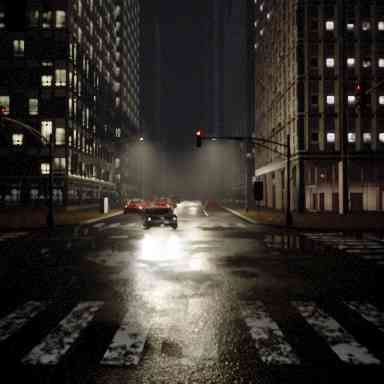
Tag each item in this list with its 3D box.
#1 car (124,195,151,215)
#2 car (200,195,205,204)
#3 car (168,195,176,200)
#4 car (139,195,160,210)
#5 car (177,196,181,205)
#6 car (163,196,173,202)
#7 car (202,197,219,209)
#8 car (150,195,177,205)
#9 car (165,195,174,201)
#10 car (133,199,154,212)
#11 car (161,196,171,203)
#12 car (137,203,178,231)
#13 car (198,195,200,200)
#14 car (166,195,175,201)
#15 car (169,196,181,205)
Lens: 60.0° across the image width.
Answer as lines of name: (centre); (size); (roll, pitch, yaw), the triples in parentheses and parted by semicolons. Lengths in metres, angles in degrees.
car: (-5.690, 1.449, 33.818); (1.967, 1.590, 4.097); (1, 0, 0)
car: (2.677, 1.541, 56.360); (1.752, 1.417, 4.829); (1, 0, 0)
car: (-5.724, 1.595, 95.144); (1.947, 1.339, 4.313); (1, 0, 0)
car: (-5.693, 1.327, 44.968); (2.192, 1.841, 5.009); (1, 0, 0)
car: (-3.114, 1.503, 47.383); (2.128, 1.511, 4.902); (0, 0, 0)
car: (-5.715, 1.573, 78.419); (2.008, 1.369, 4.403); (1, 0, 0)
car: (2.681, 1.594, 45.034); (1.802, 1.307, 4.206); (1, 0, 0)
car: (-3.102, 1.363, 34.270); (2.097, 1.767, 4.553); (0, 0, 2)
car: (-5.718, 1.569, 83.994); (1.887, 1.381, 4.507); (1, 0, 0)
car: (-5.696, 1.593, 39.393); (1.802, 1.307, 4.206); (1, 0, 0)
car: (-5.712, 1.565, 72.844); (1.887, 1.381, 4.507); (1, 0, 0)
car: (-2.173, 1.606, 20.998); (1.895, 1.301, 4.718); (0, 0, -13)
car: (2.673, 1.583, 61.767); (1.947, 1.339, 4.313); (1, 0, 0)
car: (-5.720, 1.577, 89.569); (2.008, 1.369, 4.403); (1, 0, 0)
car: (-3.066, 1.523, 61.053); (1.837, 1.490, 4.892); (0, 0, 0)
